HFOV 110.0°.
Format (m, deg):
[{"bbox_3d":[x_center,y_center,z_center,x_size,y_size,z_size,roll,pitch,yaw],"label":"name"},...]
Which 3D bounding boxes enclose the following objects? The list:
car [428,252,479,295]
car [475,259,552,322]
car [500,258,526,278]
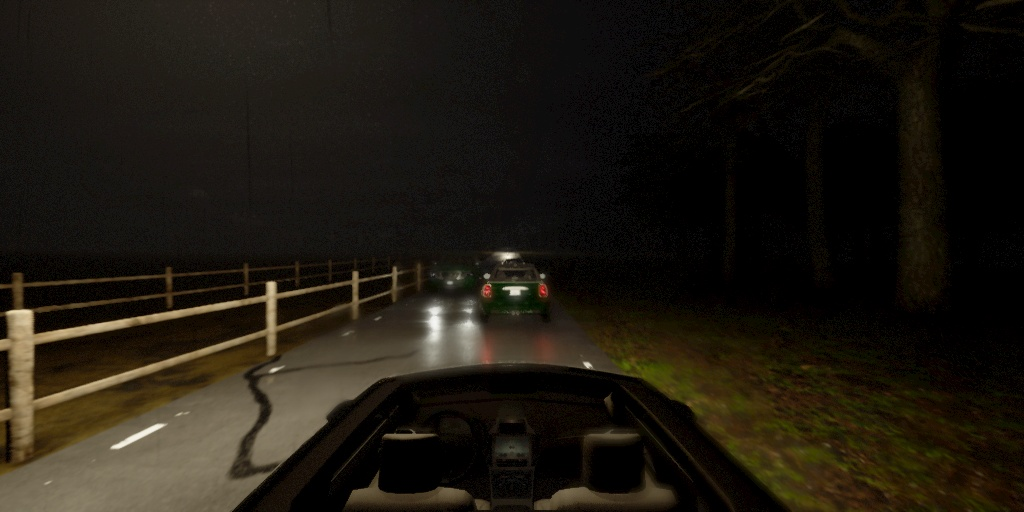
[{"bbox_3d":[-2.753,0.793,18.650,2.150,2.045,5.566,0,1,0],"label":"car"},{"bbox_3d":[0.099,1.022,12.155,2.097,1.767,4.553,0,1,0],"label":"car"},{"bbox_3d":[0.098,0.914,30.303,2.033,1.411,5.357,0,1,0],"label":"car"}]
